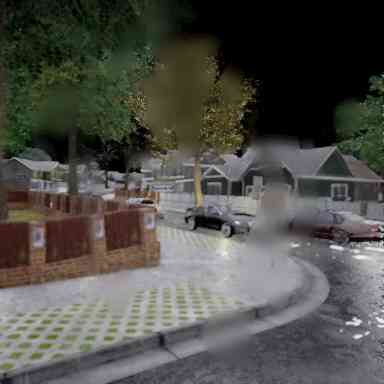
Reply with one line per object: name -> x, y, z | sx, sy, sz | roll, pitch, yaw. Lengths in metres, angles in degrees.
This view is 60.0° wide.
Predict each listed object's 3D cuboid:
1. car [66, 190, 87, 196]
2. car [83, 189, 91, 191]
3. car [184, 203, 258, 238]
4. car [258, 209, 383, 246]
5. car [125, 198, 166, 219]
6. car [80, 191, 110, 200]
car -> -14.782, 0.780, 41.236 | 1.994, 1.385, 4.181 | 1, 1, -33
car -> -17.324, 0.486, 51.469 | 1.837, 1.490, 4.892 | 1, 1, -25
car -> 1.471, 1.319, 16.820 | 2.128, 1.511, 4.902 | 1, 1, -34
car -> 5.888, 1.479, 15.036 | 2.033, 1.411, 5.357 | 0, 1, -40
car -> -3.685, 1.180, 24.558 | 1.812, 1.442, 4.674 | 1, 1, -34
car -> -9.220, 0.978, 32.850 | 1.812, 1.442, 4.674 | 1, 1, -33
